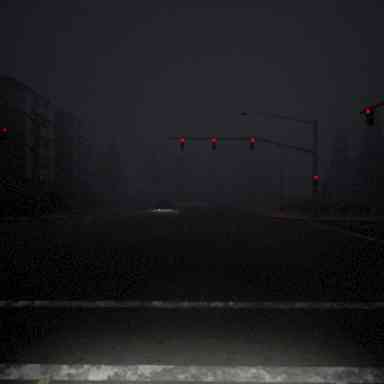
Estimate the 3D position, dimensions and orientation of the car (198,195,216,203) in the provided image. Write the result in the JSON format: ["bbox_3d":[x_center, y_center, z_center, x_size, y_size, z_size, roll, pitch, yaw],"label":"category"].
[{"bbox_3d":[2.996,1.439,66.082,2.128,1.511,4.902,0,1,32],"label":"car"}]

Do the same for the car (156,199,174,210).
[{"bbox_3d":[-3.399,1.562,42.446,1.994,1.385,4.181,0,1,2],"label":"car"}]
